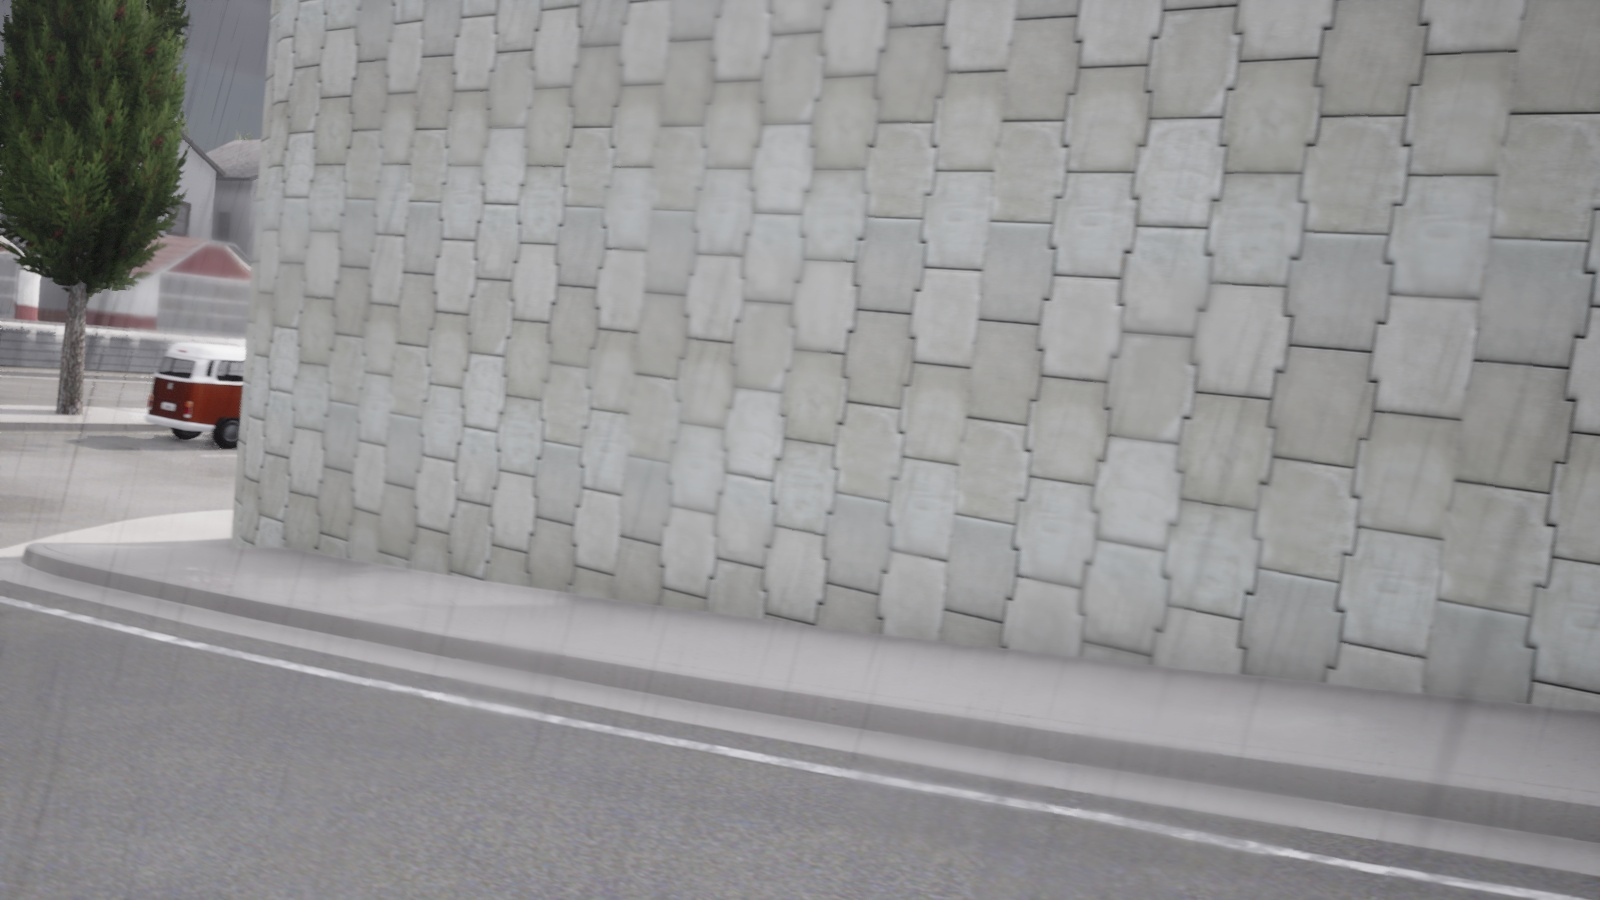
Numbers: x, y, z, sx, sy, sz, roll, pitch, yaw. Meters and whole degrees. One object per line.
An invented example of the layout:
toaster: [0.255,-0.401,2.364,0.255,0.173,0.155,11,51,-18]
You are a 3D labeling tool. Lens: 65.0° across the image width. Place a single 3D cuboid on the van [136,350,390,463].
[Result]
van: [-11.299,-0.913,26.708,2.069,2.038,4.480,8,5,32]
